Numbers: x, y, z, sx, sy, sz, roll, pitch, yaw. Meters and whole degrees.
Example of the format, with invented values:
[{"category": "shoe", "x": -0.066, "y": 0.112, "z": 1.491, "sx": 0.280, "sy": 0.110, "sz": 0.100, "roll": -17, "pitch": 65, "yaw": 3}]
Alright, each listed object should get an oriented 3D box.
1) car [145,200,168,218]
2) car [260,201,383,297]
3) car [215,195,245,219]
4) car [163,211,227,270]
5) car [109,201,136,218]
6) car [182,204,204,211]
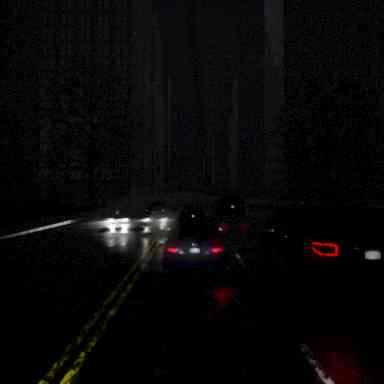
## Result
[{"category": "car", "x": -3.347, "y": 1.593, "z": 31.741, "sx": 1.837, "sy": 1.490, "sz": 4.892, "roll": 0, "pitch": 0, "yaw": 0}, {"category": "car", "x": 3.321, "y": 1.250, "z": 8.765, "sx": 2.150, "sy": 2.045, "sz": 5.566, "roll": 0, "pitch": 0, "yaw": 0}, {"category": "car", "x": 3.340, "y": 1.306, "z": 29.899, "sx": 2.150, "sy": 2.045, "sz": 5.566, "roll": 0, "pitch": 0, "yaw": 0}, {"category": "car", "x": 0.082, "y": 1.583, "z": 11.171, "sx": 2.033, "sy": 1.411, "sz": 5.357, "roll": 0, "pitch": 0, "yaw": 0}, {"category": "car", "x": -6.596, "y": 1.580, "z": 31.861, "sx": 2.128, "sy": 1.511, "sz": 4.902, "roll": 0, "pitch": 0, "yaw": 0}, {"category": "car", "x": 0.089, "y": 1.684, "z": 29.308, "sx": 1.895, "sy": 1.301, "sz": 4.718, "roll": 0, "pitch": 0, "yaw": 0}]
